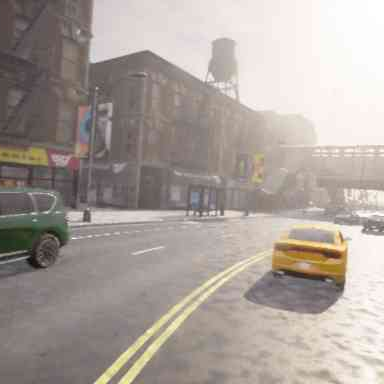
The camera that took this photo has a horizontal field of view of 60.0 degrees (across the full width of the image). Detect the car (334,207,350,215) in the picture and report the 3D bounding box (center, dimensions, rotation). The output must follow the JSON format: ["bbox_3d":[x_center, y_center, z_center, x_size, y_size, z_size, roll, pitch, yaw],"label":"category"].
[{"bbox_3d":[29.444,3.768,65.027,1.895,1.301,4.718,4,0,35],"label":"car"}]

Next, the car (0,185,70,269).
[{"bbox_3d":[-5.125,0.835,7.374,2.150,2.045,5.566,4,0,18],"label":"car"}]

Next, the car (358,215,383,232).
[{"bbox_3d":[15.795,2.692,28.282,1.812,1.442,4.674,4,0,35],"label":"car"}]

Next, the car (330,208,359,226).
[{"bbox_3d":[17.007,2.802,36.209,2.033,1.411,5.357,4,0,36],"label":"car"}]

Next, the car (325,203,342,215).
[{"bbox_3d":[25.220,3.088,58.982,2.435,2.045,5.566,4,0,35],"label":"car"}]

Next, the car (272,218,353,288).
[{"bbox_3d":[3.890,1.762,10.514,1.882,1.535,5.008,4,0,26],"label":"car"}]
